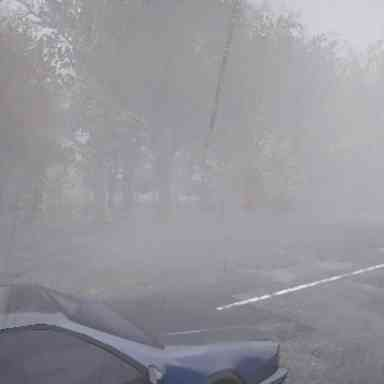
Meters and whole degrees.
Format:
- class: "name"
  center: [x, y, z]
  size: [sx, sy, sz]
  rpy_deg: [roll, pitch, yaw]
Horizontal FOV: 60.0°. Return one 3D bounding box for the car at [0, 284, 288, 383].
- class: "car"
  center: [-1.635, 1.547, 2.589]
  size: [5.357, 1.411, 2.033]
  rpy_deg: [0, 0, -35]
